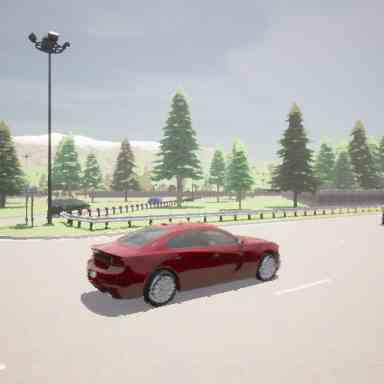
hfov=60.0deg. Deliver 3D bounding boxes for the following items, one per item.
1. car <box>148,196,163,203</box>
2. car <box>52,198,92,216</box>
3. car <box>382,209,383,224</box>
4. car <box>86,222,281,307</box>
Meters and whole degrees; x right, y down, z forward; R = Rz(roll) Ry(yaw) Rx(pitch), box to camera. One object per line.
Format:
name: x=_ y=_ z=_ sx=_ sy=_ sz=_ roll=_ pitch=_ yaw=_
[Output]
car: x=-6.568 y=1.478 z=60.293 sx=1.882 sy=1.535 sz=5.008 roll=0 pitch=0 yaw=5
car: x=-11.516 y=1.352 z=31.689 sx=2.097 sy=1.767 sz=4.553 roll=0 pitch=0 yaw=16
car: x=15.237 y=1.352 z=23.182 sx=4.553 sy=1.767 sz=2.097 roll=0 pitch=0 yaw=-35
car: x=0.041 y=1.477 z=8.070 sx=5.008 sy=1.535 sz=1.882 roll=0 pitch=0 yaw=-35
